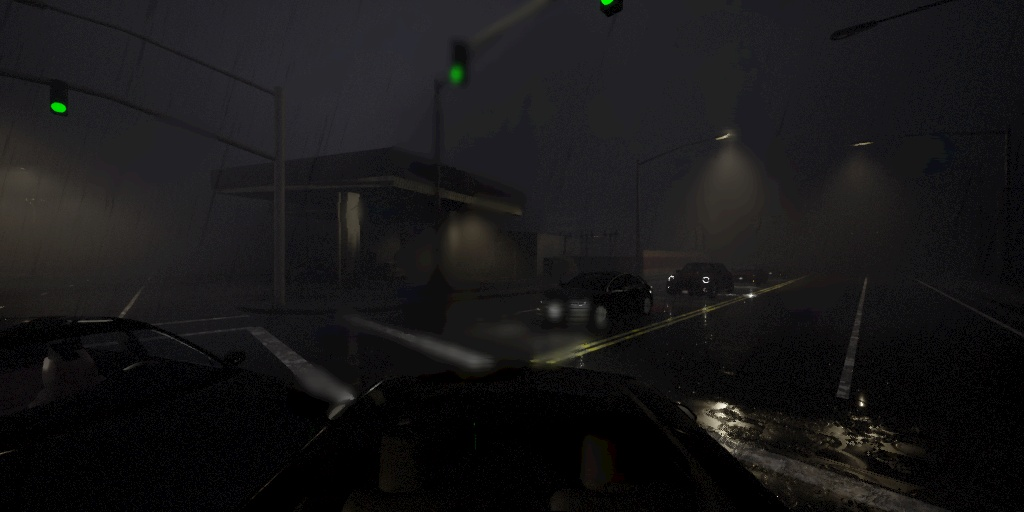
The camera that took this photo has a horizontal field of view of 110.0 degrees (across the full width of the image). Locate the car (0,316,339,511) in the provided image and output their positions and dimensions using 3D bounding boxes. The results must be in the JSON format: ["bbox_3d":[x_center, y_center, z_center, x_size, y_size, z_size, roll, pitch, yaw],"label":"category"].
[{"bbox_3d":[-3.424,1.242,2.505,4.902,1.511,2.128,0,0,15],"label":"car"}]

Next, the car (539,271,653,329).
[{"bbox_3d":[2.867,1.255,11.530,1.837,1.490,4.892,0,0,45],"label":"car"}]

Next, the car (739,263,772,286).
[{"bbox_3d":[16.616,1.314,25.303,1.994,1.385,4.181,0,0,44],"label":"car"}]

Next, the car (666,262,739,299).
[{"bbox_3d":[9.698,1.102,18.384,4.553,1.767,2.097,0,0,-45],"label":"car"}]

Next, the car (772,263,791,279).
[{"bbox_3d":[23.741,1.314,32.365,4.181,1.385,1.994,0,0,-45],"label":"car"}]
